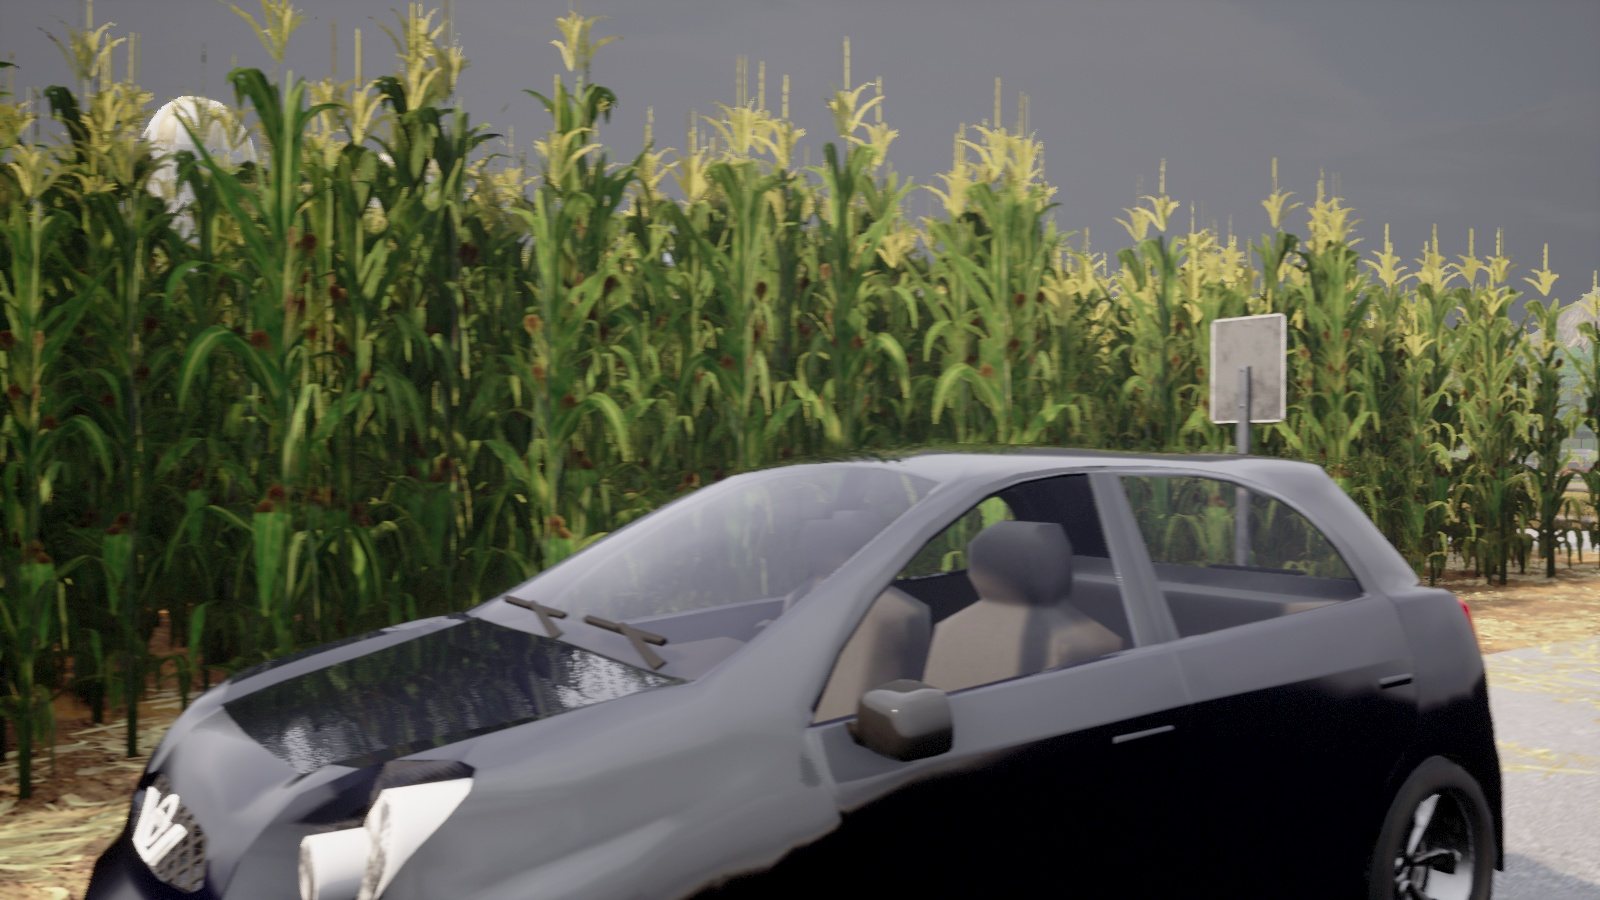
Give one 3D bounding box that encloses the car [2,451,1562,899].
[{"bbox_3d":[0.129,0.763,3.261,3.633,1.501,1.845,0,0,-35],"label":"car"}]
